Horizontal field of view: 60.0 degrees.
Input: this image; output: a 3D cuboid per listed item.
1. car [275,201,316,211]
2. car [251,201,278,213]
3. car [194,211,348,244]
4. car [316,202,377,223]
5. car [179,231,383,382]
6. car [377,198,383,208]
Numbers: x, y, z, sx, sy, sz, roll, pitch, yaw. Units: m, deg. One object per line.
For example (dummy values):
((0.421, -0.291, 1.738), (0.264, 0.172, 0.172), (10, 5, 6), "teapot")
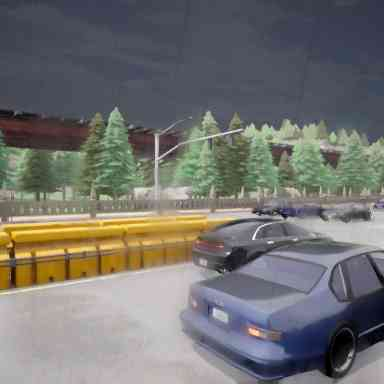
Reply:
((9.530, 1.601, 27.986), (4.718, 1.301, 1.895), (0, 0, -35), "car")
((8.013, 1.547, 31.203), (5.357, 1.411, 2.033), (0, 0, -35), "car")
((2.261, 1.505, 9.685), (4.892, 1.490, 1.837), (0, 0, -35), "car")
((11.823, 1.526, 25.321), (4.674, 1.442, 1.812), (0, 0, -35), "car")
((2.398, 1.547, 5.496), (5.357, 1.411, 2.033), (0, 0, -35), "car")
((25.905, 1.526, 43.960), (4.674, 1.442, 1.812), (0, 0, -35), "car")
